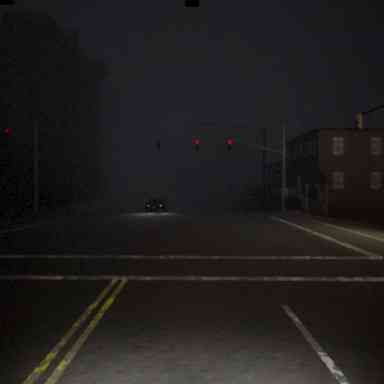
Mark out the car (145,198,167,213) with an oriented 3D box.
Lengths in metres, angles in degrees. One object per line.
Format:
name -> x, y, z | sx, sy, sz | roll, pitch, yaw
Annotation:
car -> -3.490, 1.315, 32.946 | 1.837, 1.490, 4.892 | 0, -3, 0
